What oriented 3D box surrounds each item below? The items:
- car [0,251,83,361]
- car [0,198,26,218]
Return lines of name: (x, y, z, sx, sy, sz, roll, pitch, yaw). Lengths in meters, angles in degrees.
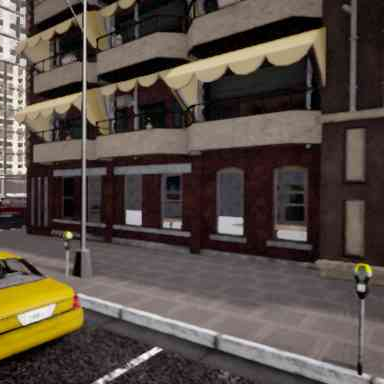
car: (-3.863, 1.546, 5.589, 4.829, 1.417, 1.752, 0, 1, 35)
car: (-16.819, 1.446, 30.146, 2.192, 1.841, 5.009, 0, 0, 36)
